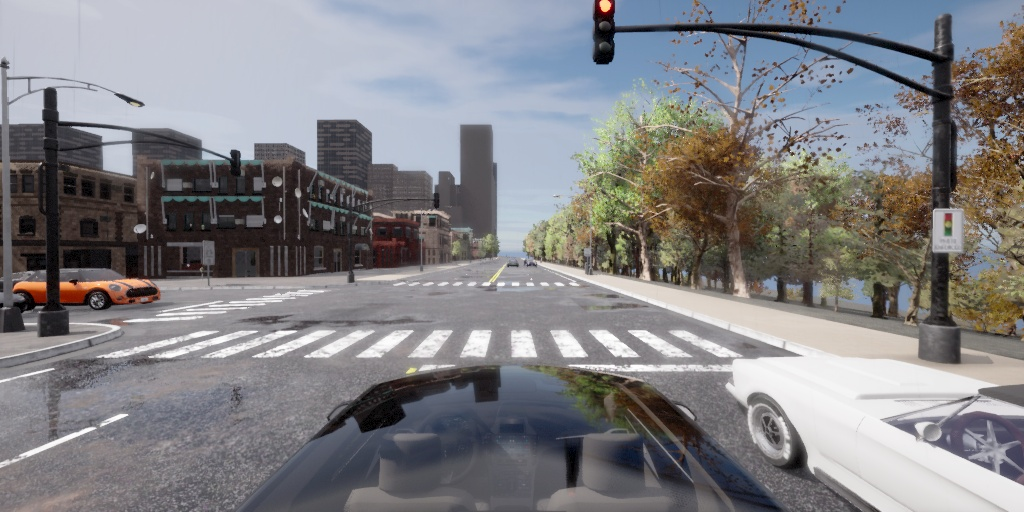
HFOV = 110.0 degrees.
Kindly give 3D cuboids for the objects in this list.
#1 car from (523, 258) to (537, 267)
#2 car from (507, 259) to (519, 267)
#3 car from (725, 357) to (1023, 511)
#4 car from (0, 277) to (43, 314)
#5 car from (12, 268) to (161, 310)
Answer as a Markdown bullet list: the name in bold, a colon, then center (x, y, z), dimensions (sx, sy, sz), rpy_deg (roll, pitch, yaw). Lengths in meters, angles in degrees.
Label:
- **car**: center (3.420, 1.327, 63.698), dimensions (1.895, 1.301, 4.718), rpy_deg (0, 0, 0)
- **car**: center (0.158, 1.290, 63.420), dimensions (1.994, 1.385, 4.181), rpy_deg (0, 0, 1)
- **car**: center (3.350, 1.351, 1.913), dimensions (1.895, 1.301, 4.718), rpy_deg (0, 0, 0)
- **car**: center (-19.936, 1.565, 12.562), dimensions (4.313, 1.339, 1.948), rpy_deg (0, 0, 0)
- **car**: center (-17.966, 1.301, 15.296), dimensions (4.553, 1.767, 2.097), rpy_deg (-1, 1, -1)
